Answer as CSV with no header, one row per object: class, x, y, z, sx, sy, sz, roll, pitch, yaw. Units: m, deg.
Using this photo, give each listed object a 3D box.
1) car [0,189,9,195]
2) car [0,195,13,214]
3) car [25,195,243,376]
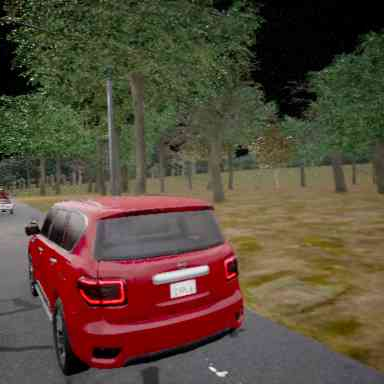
car,-21.715,0.727,37.114,2.150,2.045,5.566,-3,2,-31
car,-16.463,1.223,28.508,1.895,1.301,4.718,-3,2,-31
car,-1.472,1.082,5.797,2.150,2.045,5.566,-3,2,-31
